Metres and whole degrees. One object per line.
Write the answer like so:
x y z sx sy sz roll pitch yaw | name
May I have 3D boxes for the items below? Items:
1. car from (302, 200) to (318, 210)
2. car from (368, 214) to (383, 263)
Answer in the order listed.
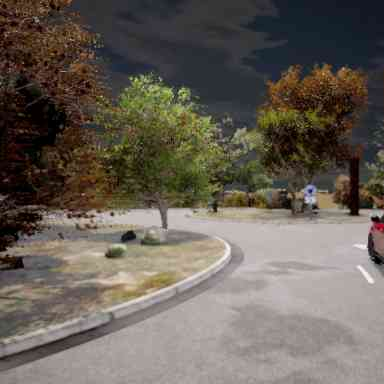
19.331 2.135 54.558 2.150 2.045 5.566 0 -4 14 | car
6.225 1.248 8.814 2.150 2.045 5.566 0 0 20 | car
